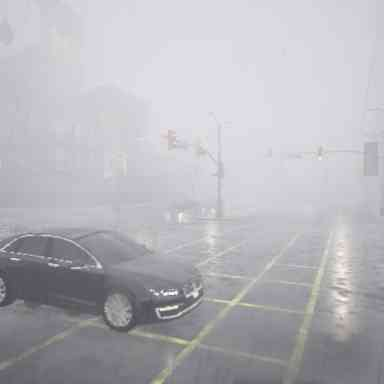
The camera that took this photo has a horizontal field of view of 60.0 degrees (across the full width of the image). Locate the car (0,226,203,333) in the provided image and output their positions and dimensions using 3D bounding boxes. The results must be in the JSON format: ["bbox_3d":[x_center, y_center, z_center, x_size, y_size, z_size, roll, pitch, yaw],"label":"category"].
[{"bbox_3d":[-2.158,1.506,6.726,4.892,1.490,1.837,0,0,24],"label":"car"}]

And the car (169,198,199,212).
[{"bbox_3d":[-0.912,1.477,39.400,1.882,1.535,5.008,0,0,26],"label":"car"}]

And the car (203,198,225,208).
[{"bbox_3d":[3.221,1.600,48.741,1.895,1.301,4.718,0,0,24],"label":"car"}]
